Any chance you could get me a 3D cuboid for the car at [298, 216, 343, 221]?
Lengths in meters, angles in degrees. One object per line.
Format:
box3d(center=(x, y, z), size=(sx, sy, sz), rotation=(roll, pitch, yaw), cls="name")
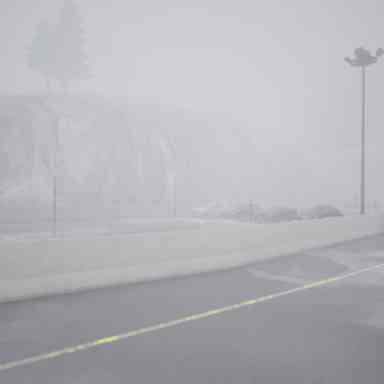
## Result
box3d(center=(9.995, 1.787, 25.897), size=(4.902, 1.511, 2.128), rotation=(1, -1, -43), cls="car")
